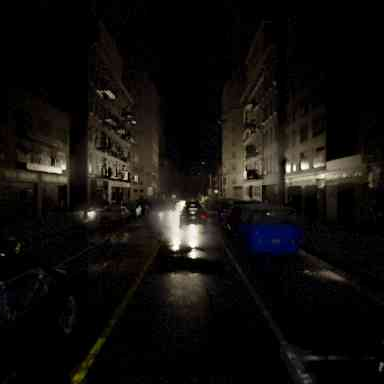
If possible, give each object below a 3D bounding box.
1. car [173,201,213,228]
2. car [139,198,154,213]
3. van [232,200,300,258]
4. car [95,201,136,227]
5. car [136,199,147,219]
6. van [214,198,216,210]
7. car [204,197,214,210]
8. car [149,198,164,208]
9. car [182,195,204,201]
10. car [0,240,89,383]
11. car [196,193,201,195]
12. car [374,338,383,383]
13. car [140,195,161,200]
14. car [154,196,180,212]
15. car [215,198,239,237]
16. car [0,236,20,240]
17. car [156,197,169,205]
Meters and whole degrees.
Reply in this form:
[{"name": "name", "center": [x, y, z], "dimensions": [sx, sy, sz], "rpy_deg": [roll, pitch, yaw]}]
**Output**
[{"name": "car", "center": [0.084, 1.560, 22.105], "dimensions": [2.033, 1.411, 5.357], "rpy_deg": [0, 0, 0]}, {"name": "car", "center": [-5.394, 1.584, 34.108], "dimensions": [1.947, 1.339, 4.313], "rpy_deg": [0, 0, 0]}, {"name": "van", "center": [2.691, 1.348, 12.484], "dimensions": [1.690, 1.788, 3.998], "rpy_deg": [0, 0, 0]}, {"name": "car", "center": [-5.398, 1.538, 23.127], "dimensions": [1.752, 1.417, 4.829], "rpy_deg": [0, 0, 0]}, {"name": "car", "center": [-5.396, 1.566, 28.702], "dimensions": [2.008, 1.369, 4.403], "rpy_deg": [0, 0, 0]}, {"name": "van", "center": [2.682, 1.354, 23.297], "dimensions": [1.690, 1.788, 3.998], "rpy_deg": [0, 0, 0]}, {"name": "car", "center": [2.668, 1.546, 39.685], "dimensions": [1.752, 1.417, 4.829], "rpy_deg": [0, 0, 0]}, {"name": "car", "center": [-5.389, 1.608, 50.327], "dimensions": [1.802, 1.307, 4.206], "rpy_deg": [0, 0, 0]}, {"name": "car", "center": [0.097, 1.513, 43.604], "dimensions": [2.128, 1.511, 4.902], "rpy_deg": [0, 0, 0]}, {"name": "car", "center": [-2.836, 1.603, 3.929], "dimensions": [1.895, 1.301, 4.718], "rpy_deg": [0, 0, 0]}, {"name": "car", "center": [2.644, 1.601, 93.422], "dimensions": [2.008, 1.369, 4.403], "rpy_deg": [0, 0, 0]}, {"name": "car", "center": [2.700, 1.552, 1.671], "dimensions": [2.008, 1.369, 4.403], "rpy_deg": [0, 0, 0]}, {"name": "car", "center": [-5.392, 1.336, 39.515], "dimensions": [2.192, 1.841, 5.009], "rpy_deg": [0, 0, 0]}, {"name": "car", "center": [-2.843, 1.568, 38.974], "dimensions": [2.033, 1.411, 5.357], "rpy_deg": [0, 0, 0]}, {"name": "car", "center": [2.686, 1.325, 17.891], "dimensions": [2.192, 1.841, 5.009], "rpy_deg": [0, 0, 0]}, {"name": "car", "center": [-5.403, 1.549, 7.077], "dimensions": [1.887, 1.381, 4.507], "rpy_deg": [0, 0, 0]}, {"name": "car", "center": [-5.385, 1.583, 61.139], "dimensions": [2.008, 1.369, 4.403], "rpy_deg": [0, 0, 0]}]
